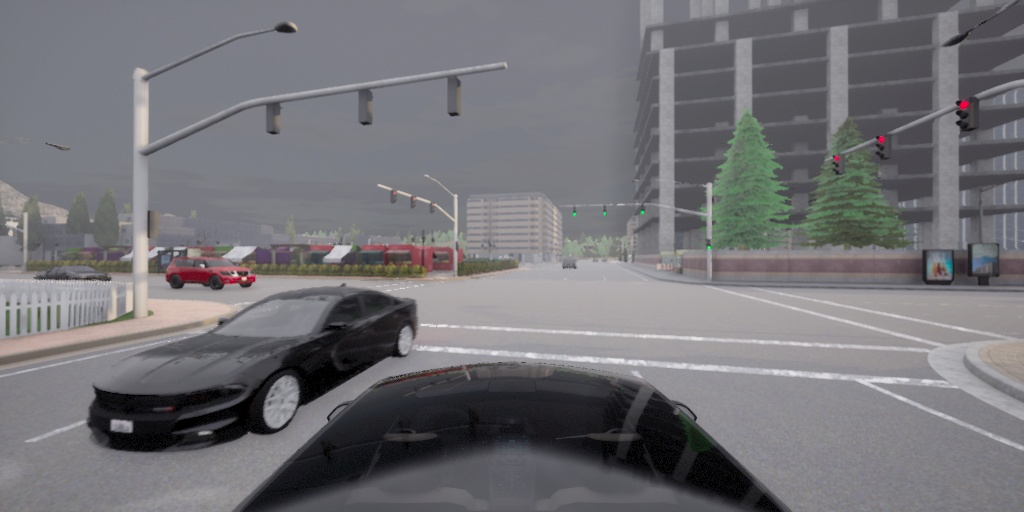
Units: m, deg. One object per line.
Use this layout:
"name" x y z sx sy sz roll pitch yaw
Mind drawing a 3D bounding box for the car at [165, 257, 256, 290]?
"car" -19.549 1.089 23.269 5.566 2.045 2.150 0 0 14

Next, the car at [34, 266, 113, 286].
"car" -32.413 1.418 26.497 5.357 1.411 2.033 0 0 14

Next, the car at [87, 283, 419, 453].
"car" -3.251 1.290 5.825 1.882 1.535 5.008 0 1 10

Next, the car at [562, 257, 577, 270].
"car" 9.595 1.286 59.666 2.150 2.045 5.566 0 1 14
